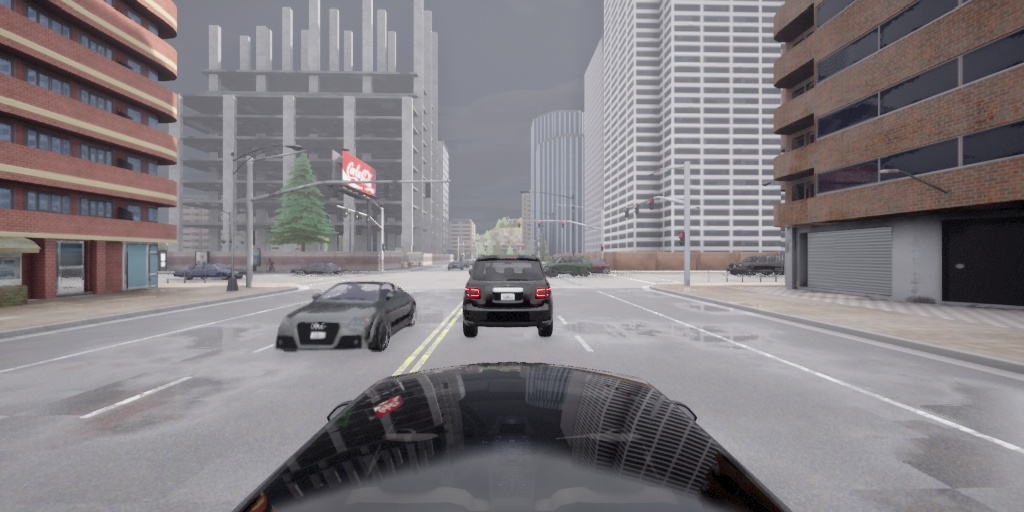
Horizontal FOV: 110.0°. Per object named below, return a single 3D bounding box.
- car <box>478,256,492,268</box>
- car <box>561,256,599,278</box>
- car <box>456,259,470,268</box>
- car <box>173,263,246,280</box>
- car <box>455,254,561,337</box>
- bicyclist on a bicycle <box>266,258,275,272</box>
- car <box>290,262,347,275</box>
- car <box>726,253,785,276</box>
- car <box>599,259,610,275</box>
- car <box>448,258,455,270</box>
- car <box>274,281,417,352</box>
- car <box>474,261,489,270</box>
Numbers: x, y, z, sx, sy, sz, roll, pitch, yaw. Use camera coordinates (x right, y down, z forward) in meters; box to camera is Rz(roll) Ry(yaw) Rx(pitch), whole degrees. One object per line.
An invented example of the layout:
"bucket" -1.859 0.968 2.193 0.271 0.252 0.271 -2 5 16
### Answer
"car" -4.796 1.003 64.770 2.150 2.045 5.566 0 0 -1
"car" 4.854 0.989 33.319 5.566 2.045 2.150 0 -1 -21
"car" -8.243 1.285 60.813 1.837 1.490 4.892 0 0 -1
"car" -25.608 1.313 30.652 5.357 1.411 2.033 0 0 -1
"car" -0.115 0.976 10.423 2.150 2.045 5.566 0 0 -1
"bicyclist on a bicycle" -28.681 1.072 42.561 0.582 1.620 1.656 0 0 -1
"car" -20.408 1.316 37.987 5.357 1.411 2.033 0 0 -1
"car" 24.408 0.988 35.618 5.566 2.045 2.150 0 0 -1
"car" 8.168 1.120 38.712 4.553 1.767 2.097 0 0 -2
"car" -8.085 1.340 52.194 1.994 1.385 4.181 0 0 -1
"car" -3.714 1.317 8.789 1.994 1.385 4.181 0 0 -1
"car" -4.634 1.378 54.729 1.895 1.301 4.718 0 0 -1
